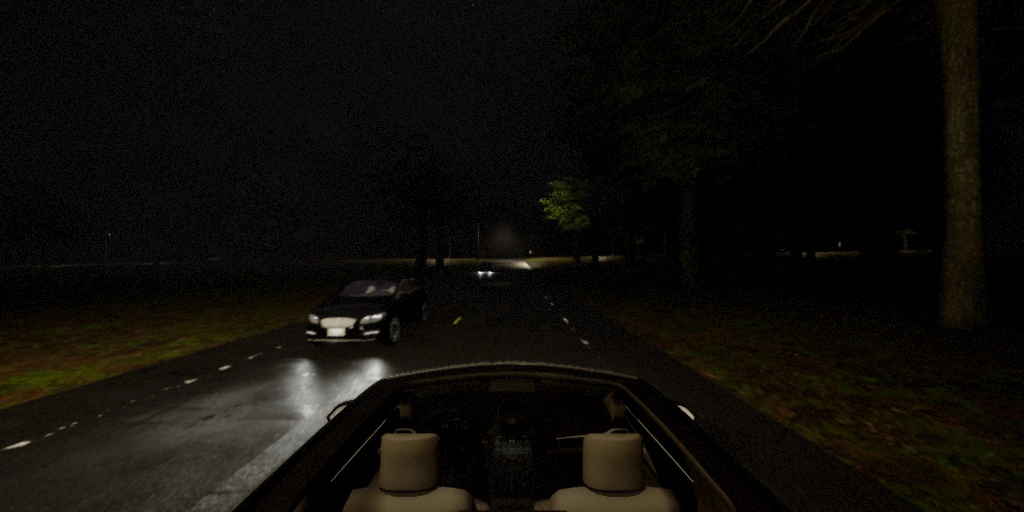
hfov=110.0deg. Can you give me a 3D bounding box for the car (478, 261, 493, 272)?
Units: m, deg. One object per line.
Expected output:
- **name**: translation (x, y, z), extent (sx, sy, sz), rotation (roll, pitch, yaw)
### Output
- **car**: translation (-3.580, 1.430, 50.051), extent (2.033, 1.411, 5.357), rotation (0, 0, 0)

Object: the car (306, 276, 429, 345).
- **car**: translation (-3.600, 1.317, 9.801), extent (2.128, 1.511, 4.902), rotation (0, 0, 0)
